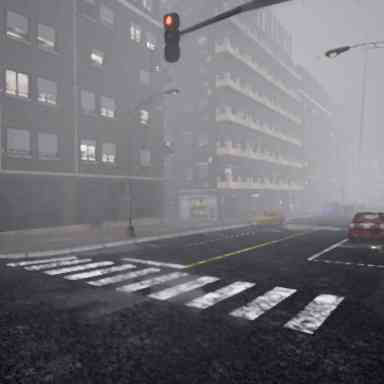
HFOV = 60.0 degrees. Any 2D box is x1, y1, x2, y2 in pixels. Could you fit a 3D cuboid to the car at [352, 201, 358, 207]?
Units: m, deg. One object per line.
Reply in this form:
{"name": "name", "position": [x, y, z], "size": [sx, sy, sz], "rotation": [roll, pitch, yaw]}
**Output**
{"name": "car", "position": [25.767, 2.674, 55.291], "size": [1.887, 1.381, 4.507], "rotation": [-2, -2, 35]}

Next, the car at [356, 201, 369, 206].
{"name": "car", "position": [32.259, 2.624, 64.543], "size": [2.192, 1.841, 5.009], "rotation": [-2, -2, 35]}

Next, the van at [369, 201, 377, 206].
{"name": "van", "position": [45.217, 3.009, 83.055], "size": [1.690, 1.788, 3.998], "rotation": [-2, -2, 35]}

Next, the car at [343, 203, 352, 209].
{"name": "car", "position": [22.517, 2.480, 50.672], "size": [1.967, 1.590, 4.097], "rotation": [-2, -2, 35]}

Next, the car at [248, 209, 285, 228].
{"name": "car", "position": [6.179, 2.116, 27.420], "size": [1.752, 1.417, 4.829], "rotation": [-2, -2, 35]}

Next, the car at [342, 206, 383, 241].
{"name": "car", "position": [9.830, 1.777, 18.165], "size": [1.967, 1.590, 4.097], "rotation": [-3, -2, 35]}

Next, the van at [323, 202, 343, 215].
{"name": "van", "position": [19.266, 2.292, 46.053], "size": [1.690, 1.788, 3.998], "rotation": [-2, -2, 35]}
